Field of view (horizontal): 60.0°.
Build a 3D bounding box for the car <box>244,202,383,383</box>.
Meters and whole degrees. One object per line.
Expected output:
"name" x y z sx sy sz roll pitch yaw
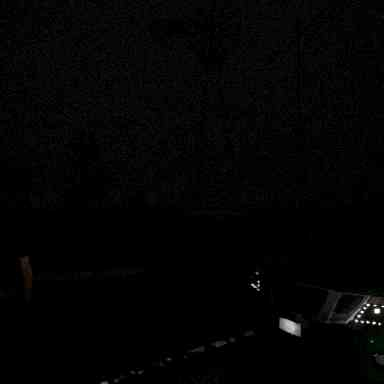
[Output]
"car" 3.393 1.215 5.483 5.566 2.045 2.150 0 0 -35
